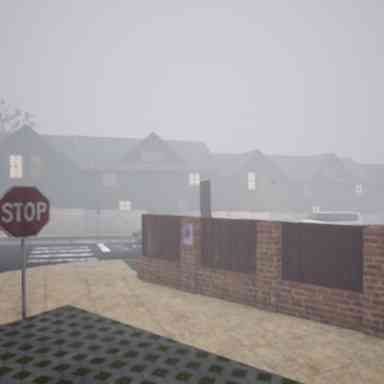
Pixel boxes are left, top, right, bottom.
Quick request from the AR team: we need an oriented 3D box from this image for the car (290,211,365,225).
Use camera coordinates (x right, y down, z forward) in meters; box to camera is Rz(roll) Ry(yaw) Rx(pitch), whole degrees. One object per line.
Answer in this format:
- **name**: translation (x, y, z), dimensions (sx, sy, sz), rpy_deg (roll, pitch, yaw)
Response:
- **car**: translation (8.874, 2.269, 22.031), dimensions (5.566, 2.045, 2.150), rpy_deg (3, -2, -22)

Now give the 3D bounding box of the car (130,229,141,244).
- **car**: translation (-0.566, 2.203, 18.144), dimensions (5.357, 1.411, 2.033), rpy_deg (2, -2, -24)
